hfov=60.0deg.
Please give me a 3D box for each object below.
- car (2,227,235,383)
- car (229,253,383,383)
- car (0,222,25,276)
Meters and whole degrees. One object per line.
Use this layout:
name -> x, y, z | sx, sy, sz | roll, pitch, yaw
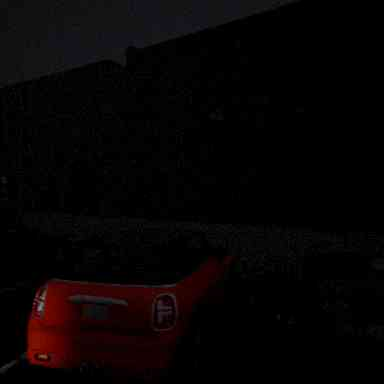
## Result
car -> -0.525, 1.387, 5.750 | 2.185, 1.767, 4.553 | 0, -1, 15
car -> 1.947, 1.488, 4.014 | 2.231, 1.521, 4.892 | -1, -1, 15
car -> -5.477, 1.565, 9.219 | 2.097, 1.535, 5.008 | -1, -1, 14
